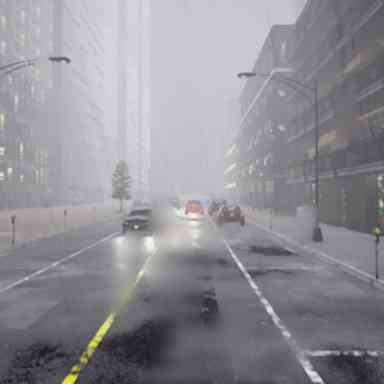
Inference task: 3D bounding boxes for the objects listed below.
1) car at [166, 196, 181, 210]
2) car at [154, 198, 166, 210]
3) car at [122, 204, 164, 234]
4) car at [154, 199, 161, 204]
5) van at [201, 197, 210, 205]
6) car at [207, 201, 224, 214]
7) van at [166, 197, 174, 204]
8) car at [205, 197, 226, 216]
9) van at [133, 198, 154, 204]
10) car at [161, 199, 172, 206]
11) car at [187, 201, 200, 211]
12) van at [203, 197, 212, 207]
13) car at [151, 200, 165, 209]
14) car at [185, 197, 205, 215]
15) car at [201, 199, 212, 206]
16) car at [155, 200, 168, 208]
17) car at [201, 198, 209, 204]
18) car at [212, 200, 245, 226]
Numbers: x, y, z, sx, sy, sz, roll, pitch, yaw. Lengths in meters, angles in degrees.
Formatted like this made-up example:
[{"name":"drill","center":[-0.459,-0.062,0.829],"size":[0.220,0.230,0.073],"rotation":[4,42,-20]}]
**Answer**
[{"name":"car","center":[-2.865,1.661,50.295],"size":[2.150,2.045,5.566],"rotation":[0,0,0]},{"name":"car","center":[-5.460,1.734,47.842],"size":[2.192,1.841,5.009],"rotation":[1,0,0]},{"name":"car","center":[-3.005,1.692,20.457],"size":[1.837,1.490,4.892],"rotation":[0,-1,0]},{"name":"car","center":[-5.489,1.917,42.194],"size":[1.887,1.381,4.507],"rotation":[1,0,0]},{"name":"van","center":[3.052,1.984,76.057],"size":[1.690,1.788,3.998],"rotation":[1,0,0]},{"name":"car","center":[2.892,1.919,42.179],"size":[1.887,1.381,4.507],"rotation":[1,0,0]},{"name":"van","center":[-5.302,2.025,81.718],"size":[1.690,1.788,3.998],"rotation":[1,0,0]},{"name":"car","center":[2.868,1.642,36.532],"size":[2.192,1.841,5.009],"rotation":[1,0,0]},{"name":"van","center":[-5.513,1.667,36.549],"size":[1.690,1.788,3.998],"rotation":[1,0,0]},{"name":"car","center":[-5.357,2.149,70.424],"size":[2.008,1.369,4.403],"rotation":[1,0,0]},{"name":"car","center":[0.247,2.026,48.518],"size":[1.895,1.301,4.718],"rotation":[0,0,1]},{"name":"van","center":[2.999,1.896,64.764],"size":[1.690,1.788,3.998],"rotation":[1,0,0]},{"name":"car","center":[-5.437,2.046,53.485],"size":[1.802,1.307,4.206],"rotation":[1,0,0]},{"name":"car","center":[0.262,1.697,38.773],"size":[2.097,1.767,4.553],"rotation":[0,0,0]},{"name":"car","center":[3.024,2.150,70.410],"size":[2.008,1.369,4.403],"rotation":[1,0,0]},{"name":"car","center":[-5.410,2.075,59.132],"size":[1.947,1.339,4.313],"rotation":[1,0,0]},{"name":"car","center":[3.076,2.267,81.702],"size":[1.802,1.307,4.206],"rotation":[1,0,0]},{"name":"car","center":[2.814,1.669,25.240],"size":[1.967,1.590,4.097],"rotation":[1,0,0]}]
